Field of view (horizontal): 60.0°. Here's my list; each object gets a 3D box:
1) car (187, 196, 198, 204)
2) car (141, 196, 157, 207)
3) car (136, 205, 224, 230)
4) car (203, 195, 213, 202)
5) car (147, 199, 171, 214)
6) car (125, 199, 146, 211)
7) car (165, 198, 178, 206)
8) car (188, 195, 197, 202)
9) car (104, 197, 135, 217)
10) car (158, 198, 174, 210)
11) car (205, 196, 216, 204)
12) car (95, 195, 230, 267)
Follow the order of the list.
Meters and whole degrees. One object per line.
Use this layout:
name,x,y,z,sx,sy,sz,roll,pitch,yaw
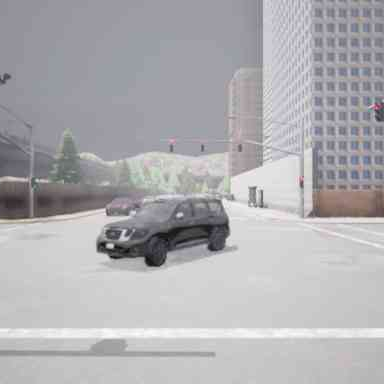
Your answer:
car,0.090,1.533,64.351,1.882,1.535,5.008,0,0,0
car,-7.004,1.525,54.591,1.882,1.535,5.008,0,0,0
car,-0.735,1.591,21.254,5.357,1.411,2.033,0,0,0
car,3.605,1.432,74.568,2.033,1.411,5.357,0,0,0
car,-3.537,1.523,36.565,2.128,1.511,4.902,0,0,0
car,-7.034,1.637,41.966,1.895,1.301,4.718,0,0,0
car,-3.491,1.650,57.351,1.895,1.301,4.718,0,0,0
car,0.105,1.392,74.574,1.837,1.490,4.892,0,0,0
car,-7.047,1.380,32.981,2.097,1.767,4.553,0,0,0
car,-3.534,1.603,45.484,1.994,1.385,4.181,0,0,-1
car,3.590,1.560,64.345,1.837,1.490,4.892,0,0,0
car,-0.752,1.262,12.107,2.150,2.045,5.566,-1,-1,38
